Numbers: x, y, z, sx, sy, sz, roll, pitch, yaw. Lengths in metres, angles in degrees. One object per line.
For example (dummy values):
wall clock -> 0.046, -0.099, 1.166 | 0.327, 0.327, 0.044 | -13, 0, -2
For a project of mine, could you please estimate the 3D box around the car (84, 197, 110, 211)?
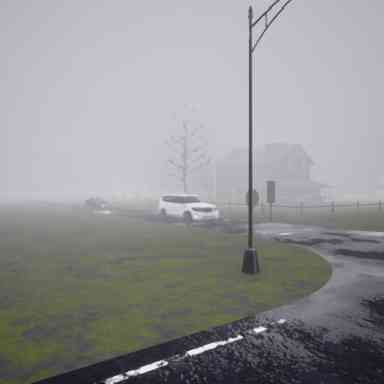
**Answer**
car -> -11.504, 1.383, 40.088 | 2.128, 1.511, 4.902 | 0, 0, -35

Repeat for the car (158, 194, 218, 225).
car -> -0.442, 1.162, 24.408 | 2.150, 2.045, 5.566 | 0, 0, -35
